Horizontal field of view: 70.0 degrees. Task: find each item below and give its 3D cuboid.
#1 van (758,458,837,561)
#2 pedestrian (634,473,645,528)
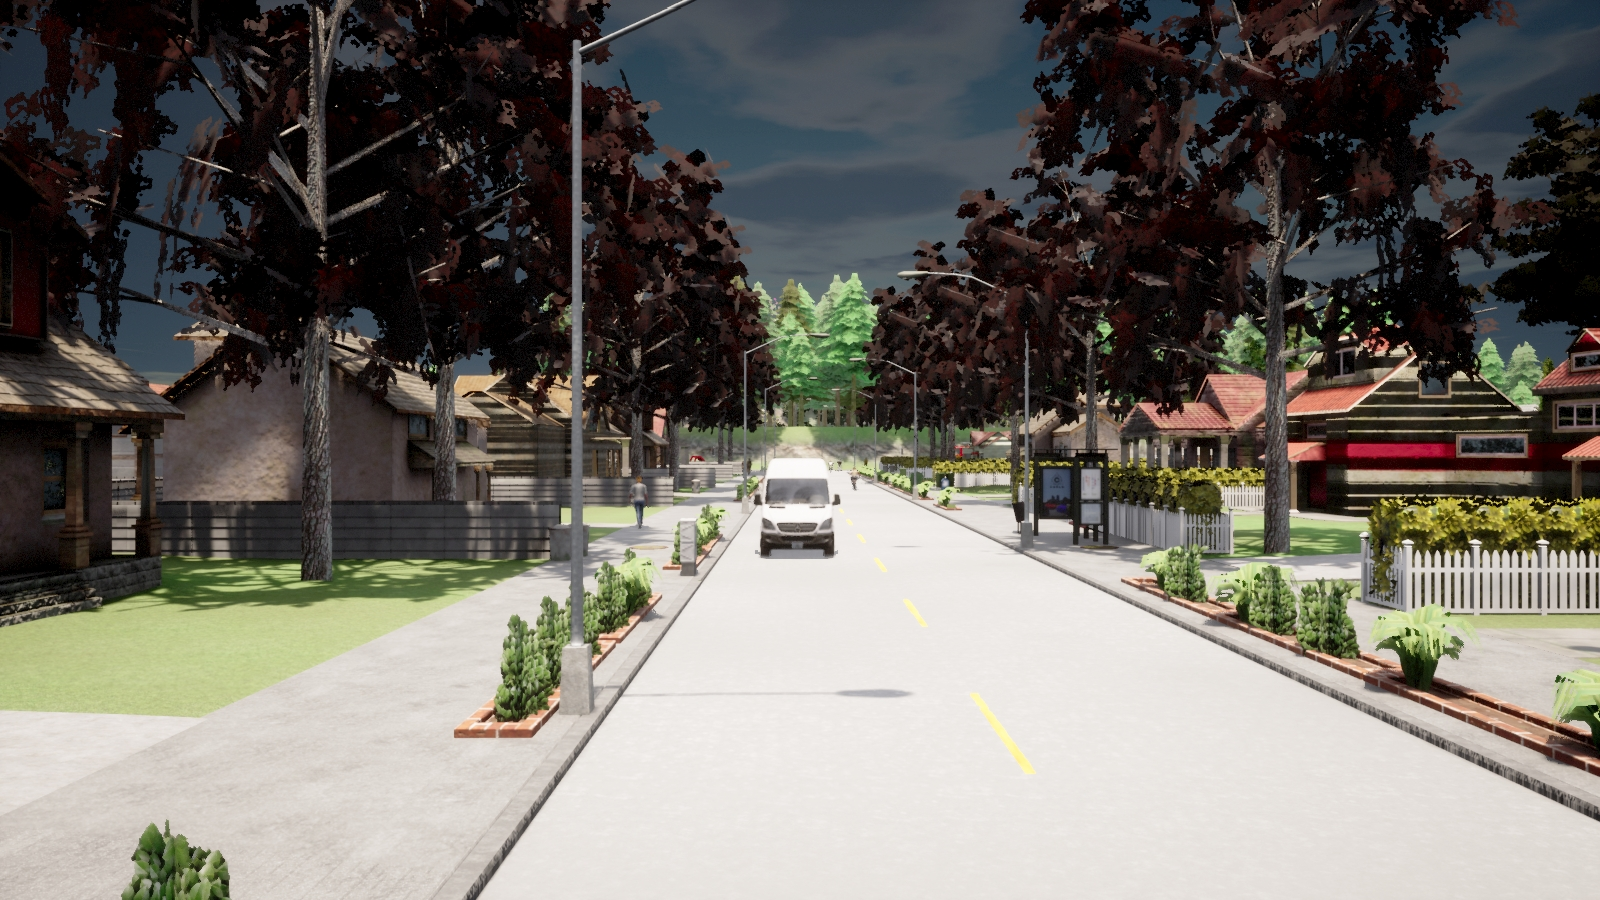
[{"bbox_3d":[-0.067,1.534,31.913,1.988,2.561,5.915,0,0,0],"label":"van"},{"bbox_3d":[-5.549,1.743,39.516,0.375,1.860,0.375,0,0,-8],"label":"pedestrian"}]
